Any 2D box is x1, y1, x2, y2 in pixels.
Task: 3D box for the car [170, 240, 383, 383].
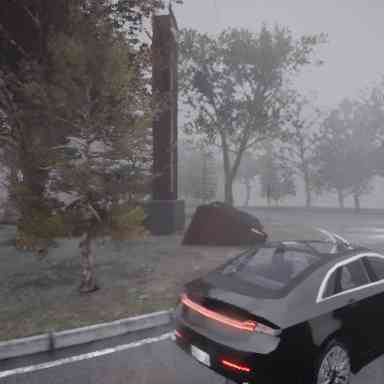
[{"bbox_3d":[1.999,1.489,4.952,4.902,1.511,2.128,0,0,-38],"label":"car"}]
